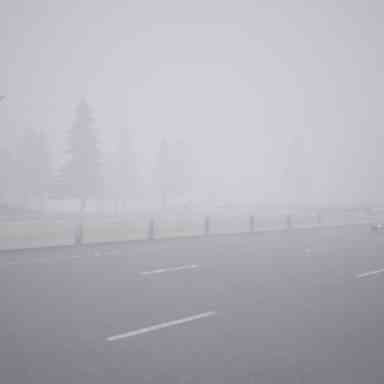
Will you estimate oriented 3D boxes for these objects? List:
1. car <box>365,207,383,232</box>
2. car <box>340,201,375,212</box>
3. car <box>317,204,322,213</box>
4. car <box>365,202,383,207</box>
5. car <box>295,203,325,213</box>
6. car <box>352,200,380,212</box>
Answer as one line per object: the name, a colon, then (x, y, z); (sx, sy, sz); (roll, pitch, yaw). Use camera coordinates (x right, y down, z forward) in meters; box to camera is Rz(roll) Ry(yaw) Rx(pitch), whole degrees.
car: (13.522, 1.902, 21.982); (4.674, 1.442, 1.812); (1, -1, -35)
car: (22.682, 2.341, 45.620); (5.008, 1.535, 1.882); (2, -1, -34)
car: (20.393, 2.390, 48.293); (5.357, 1.411, 2.033); (2, -1, -34)
car: (24.816, 2.404, 42.842); (4.674, 1.442, 1.812); (2, -1, -34)
car: (18.184, 2.425, 51.018); (4.718, 1.301, 1.895); (2, -1, -34)
car: (31.615, 2.584, 60.246); (5.566, 2.045, 2.150); (2, -1, -35)
